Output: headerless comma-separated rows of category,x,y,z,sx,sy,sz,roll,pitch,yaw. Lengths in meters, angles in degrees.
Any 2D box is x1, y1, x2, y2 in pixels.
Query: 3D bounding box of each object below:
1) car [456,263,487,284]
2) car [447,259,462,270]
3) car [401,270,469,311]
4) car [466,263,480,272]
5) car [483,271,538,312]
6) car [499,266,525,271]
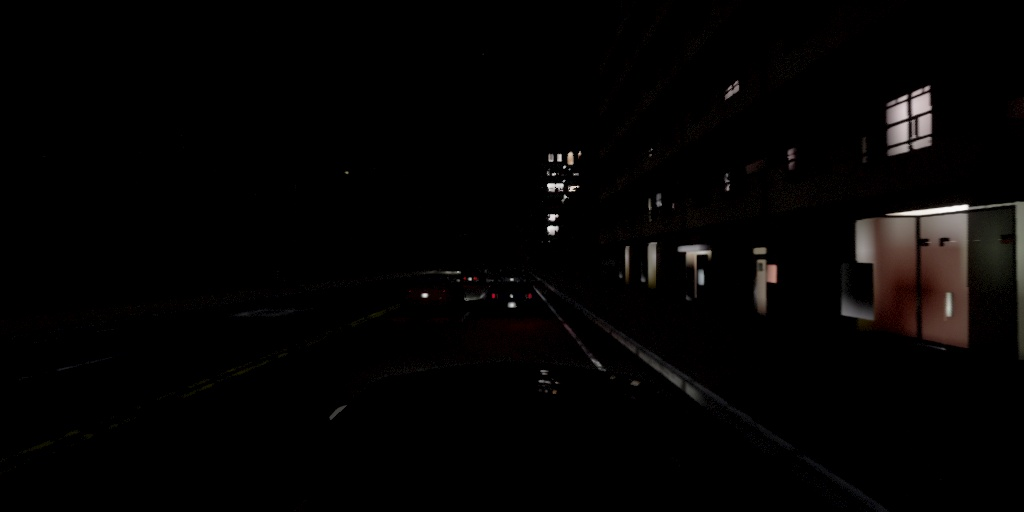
car,-3.246,1.560,30.366,1.837,1.490,4.892,0,0,1
car,-9.802,1.619,62.353,2.150,2.045,5.566,0,-1,0
car,-3.234,1.458,15.388,1.994,1.385,4.181,0,-1,0
car,-6.562,1.890,61.397,1.837,1.490,4.892,0,-1,0
car,0.010,1.492,15.089,1.895,1.301,4.718,0,-1,0
car,0.004,1.560,30.347,1.837,1.490,4.892,0,0,1
